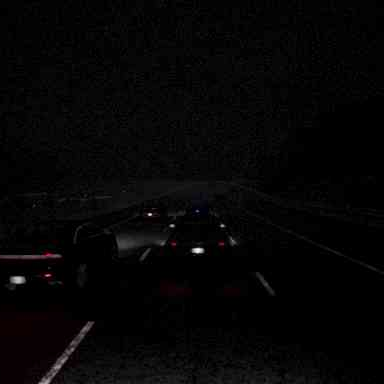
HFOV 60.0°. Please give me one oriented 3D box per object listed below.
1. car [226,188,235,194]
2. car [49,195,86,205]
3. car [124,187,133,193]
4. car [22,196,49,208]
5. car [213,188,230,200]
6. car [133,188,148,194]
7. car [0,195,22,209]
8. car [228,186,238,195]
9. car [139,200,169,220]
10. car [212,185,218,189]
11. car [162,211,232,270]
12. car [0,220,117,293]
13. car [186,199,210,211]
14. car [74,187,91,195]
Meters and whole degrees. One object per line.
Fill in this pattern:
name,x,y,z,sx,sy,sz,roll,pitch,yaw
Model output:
car,10.071,-0.387,86.934,2.033,1.411,5.357,0,2,3
car,-13.470,1.311,36.601,1.895,1.301,4.718,0,1,2
car,-14.891,-0.283,79.005,1.837,1.490,4.892,0,2,3
car,-16.928,1.253,37.717,1.994,1.385,4.181,0,1,2
car,5.023,0.616,58.000,1.882,1.535,5.008,0,2,3
car,-11.486,-0.168,77.137,2.097,1.767,4.553,0,2,3
car,-20.418,1.190,38.016,1.837,1.490,4.892,0,1,2
car,9.435,-0.459,77.316,2.150,2.045,5.566,0,2,5
car,-3.042,1.375,26.939,1.837,1.490,4.892,0,1,1
car,6.255,-0.279,81.156,2.097,1.767,4.553,0,2,3
car,0.181,1.552,11.006,1.994,1.385,4.181,0,0,1
car,-3.342,1.482,8.845,2.128,1.511,4.902,0,0,0
car,0.503,1.322,28.715,1.882,1.535,5.008,0,1,1
car,-21.932,-0.114,66.776,2.097,1.767,4.553,0,2,0
